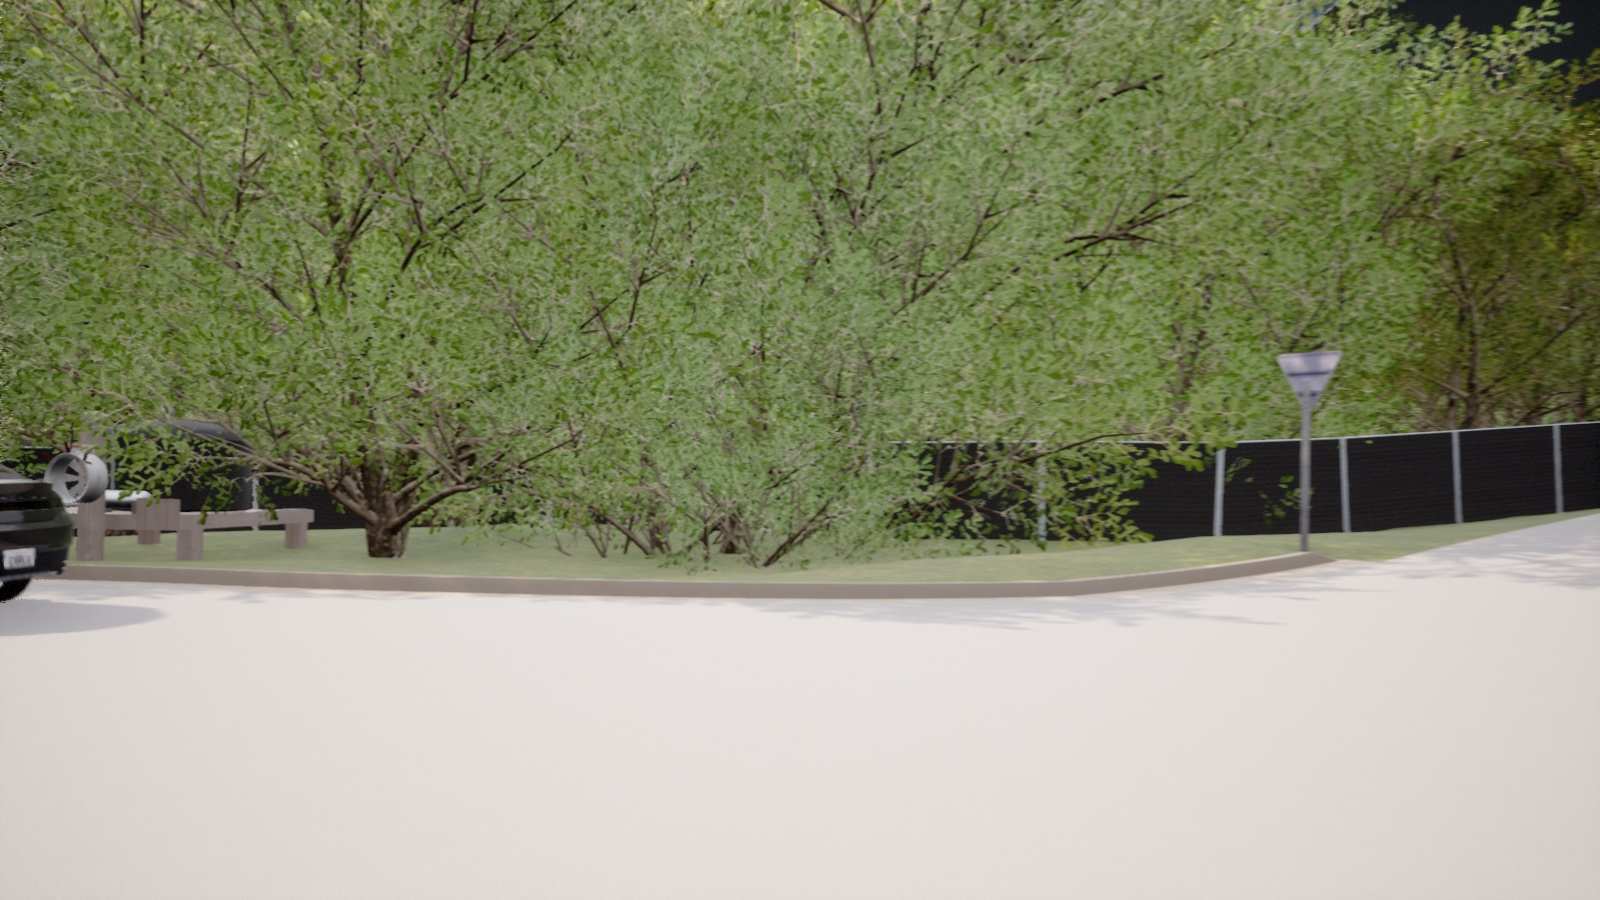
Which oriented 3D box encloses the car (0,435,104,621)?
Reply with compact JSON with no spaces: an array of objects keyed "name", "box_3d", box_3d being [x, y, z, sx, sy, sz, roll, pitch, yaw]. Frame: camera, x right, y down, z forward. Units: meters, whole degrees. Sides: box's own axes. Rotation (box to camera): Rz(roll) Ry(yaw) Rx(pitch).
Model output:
[{"name":"car","box_3d":[-8.752,0.604,10.713,4.892,1.490,1.837,0,0,12]}]
